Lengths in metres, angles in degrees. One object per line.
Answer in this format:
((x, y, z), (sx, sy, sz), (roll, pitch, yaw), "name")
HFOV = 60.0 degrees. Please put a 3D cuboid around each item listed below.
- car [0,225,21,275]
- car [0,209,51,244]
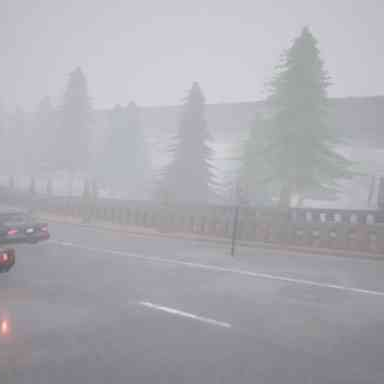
((-6.748, 1.583, 8.806), (4.718, 1.301, 1.895), (1, 0, 36), "car")
((-8.229, 1.453, 14.162), (5.357, 1.411, 2.033), (2, 1, 35), "car")
